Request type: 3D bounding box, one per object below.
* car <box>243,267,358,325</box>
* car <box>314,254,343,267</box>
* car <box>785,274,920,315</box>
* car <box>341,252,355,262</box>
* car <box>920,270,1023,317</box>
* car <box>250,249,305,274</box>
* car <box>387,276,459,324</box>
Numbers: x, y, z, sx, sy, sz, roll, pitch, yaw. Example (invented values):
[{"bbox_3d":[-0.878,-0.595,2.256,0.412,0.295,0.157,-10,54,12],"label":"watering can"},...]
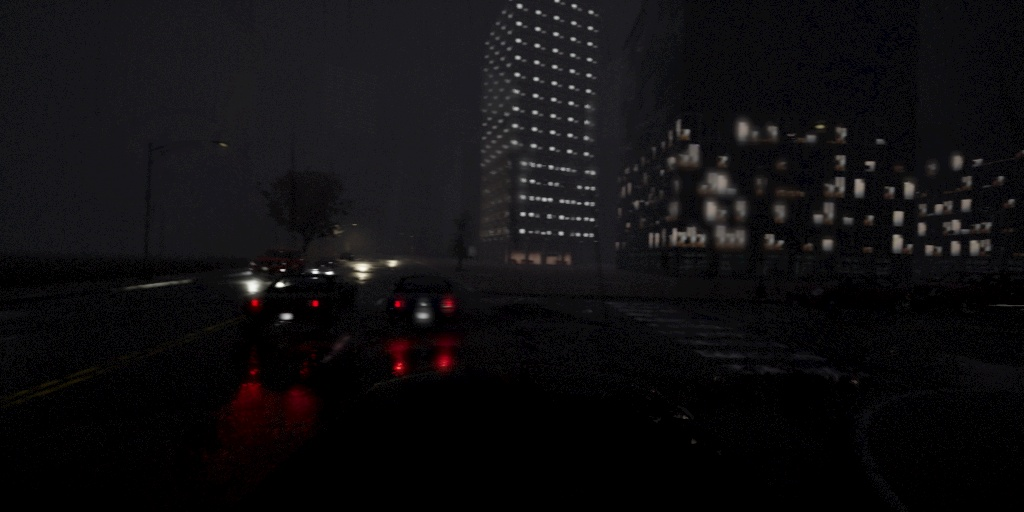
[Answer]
[{"bbox_3d":[-6.030,1.180,10.932,1.895,1.301,4.718,2,0,-14],"label":"car"},{"bbox_3d":[-21.251,0.767,41.238,1.895,1.301,4.718,2,0,-17],"label":"car"},{"bbox_3d":[14.116,1.515,15.294,4.097,1.591,1.967,0,0,2],"label":"car"},{"bbox_3d":[-25.744,0.150,55.970,1.882,1.535,5.008,2,0,-18],"label":"car"},{"bbox_3d":[19.758,1.529,15.137,5.009,1.841,2.192,0,0,2],"label":"car"},{"bbox_3d":[-16.941,0.490,26.281,2.150,2.045,5.566,2,0,-15],"label":"car"},{"bbox_3d":[-2.859,1.286,11.636,1.895,1.301,4.718,2,0,-14],"label":"car"}]
